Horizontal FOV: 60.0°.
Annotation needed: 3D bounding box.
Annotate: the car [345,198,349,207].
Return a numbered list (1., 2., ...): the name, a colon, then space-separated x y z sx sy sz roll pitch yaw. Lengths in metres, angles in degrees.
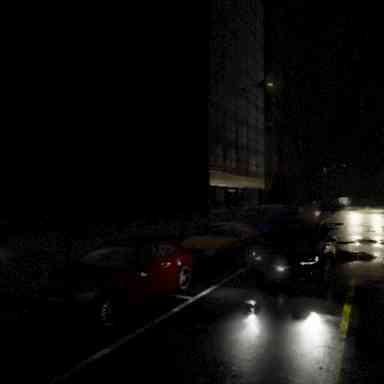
1. car: 25.081 2.170 56.669 2.008 1.369 4.403 -1 -1 28

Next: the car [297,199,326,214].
1. car: 9.179 1.624 27.010 2.192 1.841 5.009 -1 -1 28

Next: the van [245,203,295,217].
1. van: 3.879 1.548 17.122 1.690 1.788 3.998 -1 -1 28

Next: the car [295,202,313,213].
1. car: 6.530 1.698 22.065 1.967 1.590 4.097 -1 -1 28

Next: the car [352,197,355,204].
1. car: 35.681 2.269 76.446 1.967 1.590 4.097 -1 -1 28

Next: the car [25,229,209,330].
1. car: -1.419 1.688 7.232 1.802 1.307 4.206 -1 -1 28

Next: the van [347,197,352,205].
1. van: 30.380 2.065 66.560 1.690 1.788 3.998 -1 -1 28

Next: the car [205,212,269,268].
1. car: 1.150 1.680 12.026 1.752 1.417 4.829 -1 -1 28

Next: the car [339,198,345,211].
1. car: 19.780 1.830 46.785 2.192 1.841 5.009 -1 -1 28

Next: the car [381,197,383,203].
1. car: 48.578 2.369 82.463 1.752 1.417 4.829 -1 -1 28

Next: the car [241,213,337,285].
1. car: 3.267 1.624 10.131 1.837 1.490 4.892 -1 -1 28

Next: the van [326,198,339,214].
1. van: 17.130 1.804 41.841 1.690 1.788 3.998 -1 -1 28
